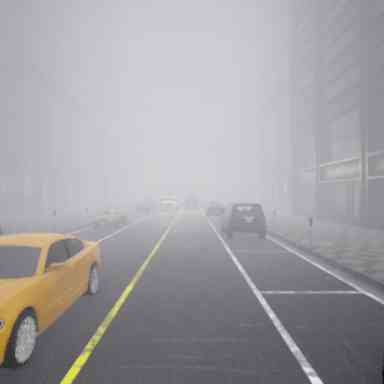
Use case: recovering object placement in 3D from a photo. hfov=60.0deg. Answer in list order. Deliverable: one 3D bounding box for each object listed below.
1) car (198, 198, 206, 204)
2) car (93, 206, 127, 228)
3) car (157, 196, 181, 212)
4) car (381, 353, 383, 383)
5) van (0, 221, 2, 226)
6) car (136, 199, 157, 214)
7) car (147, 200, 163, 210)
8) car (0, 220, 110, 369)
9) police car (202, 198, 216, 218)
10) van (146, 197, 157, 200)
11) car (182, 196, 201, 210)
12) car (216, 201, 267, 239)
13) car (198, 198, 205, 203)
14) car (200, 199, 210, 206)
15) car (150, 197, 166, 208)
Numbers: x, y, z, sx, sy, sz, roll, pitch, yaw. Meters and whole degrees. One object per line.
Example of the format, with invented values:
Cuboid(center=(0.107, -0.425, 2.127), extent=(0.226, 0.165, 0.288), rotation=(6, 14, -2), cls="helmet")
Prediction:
Cuboid(center=(2.672, 2.351, 85.822), extent=(1.947, 1.339, 4.313), rotation=(0, -1, 0), cls="car")
Cuboid(center=(-5.788, 1.735, 23.829), extent=(1.752, 1.417, 4.829), rotation=(0, -1, 0), cls="car")
Cuboid(center=(-3.139, 1.638, 46.551), extent=(2.150, 2.045, 5.566), rotation=(0, -1, 0), cls="car")
Cuboid(center=(2.761, 1.580, 1.544), extent=(1.947, 1.339, 4.313), rotation=(0, 0, 0), cls="car")
Cuboid(center=(-5.769, 1.404, 7.147), extent=(1.690, 1.788, 3.998), rotation=(0, 0, 0), cls="van")
Cuboid(center=(-5.806, 1.909, 40.853), extent=(1.887, 1.381, 4.507), rotation=(0, -1, 0), cls="car")
Cuboid(center=(-5.818, 2.019, 52.089), extent=(2.008, 1.369, 4.403), rotation=(0, -1, 0), cls="car")
Cuboid(center=(-3.108, 1.531, 5.997), extent=(1.882, 1.535, 5.008), rotation=(0, 0, 0), cls="car")
Cuboid(center=(2.330, 1.723, 33.732), extent=(1.930, 1.638, 5.238), rotation=(0, -1, 0), cls="police car")
Cuboid(center=(-5.812, 1.757, 46.473), extent=(1.690, 1.788, 3.998), rotation=(0, -1, 0), cls="van")
Cuboid(center=(-0.055, 1.686, 51.790), extent=(2.150, 2.045, 5.566), rotation=(0, -1, 0), cls="car")
Cuboid(center=(2.743, 1.475, 18.402), extent=(2.192, 1.841, 5.009), rotation=(0, -1, 0), cls="car")
Cuboid(center=(2.666, 2.384, 91.440), extent=(1.887, 1.381, 4.507), rotation=(0, -1, 0), cls="car")
Cuboid(center=(2.690, 2.204, 68.966), extent=(1.802, 1.307, 4.206), rotation=(0, -1, 0), cls="car")
Cuboid(center=(-5.823, 1.835, 57.710), extent=(2.192, 1.841, 5.009), rotation=(0, -1, 0), cls="car")
